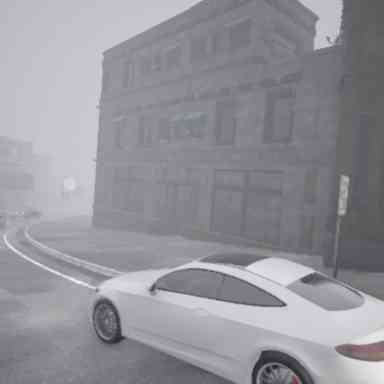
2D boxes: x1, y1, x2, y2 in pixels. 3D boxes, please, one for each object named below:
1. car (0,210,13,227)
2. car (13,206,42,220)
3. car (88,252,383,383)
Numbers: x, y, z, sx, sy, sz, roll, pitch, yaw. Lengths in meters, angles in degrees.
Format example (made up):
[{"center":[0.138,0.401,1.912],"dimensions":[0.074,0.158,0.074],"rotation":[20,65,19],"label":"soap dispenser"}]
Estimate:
[{"center":[-14.642,1.879,23.883],"dimensions":[2.128,1.511,4.902],"rotation":[3,-2,-21],"label":"car"},{"center":[-17.903,2.216,35.853],"dimensions":[2.033,1.411,5.357],"rotation":[4,-2,-7],"label":"car"},{"center":[0.436,1.619,4.817],"dimensions":[4.674,1.442,1.812],"rotation":[0,-2,39],"label":"car"}]
